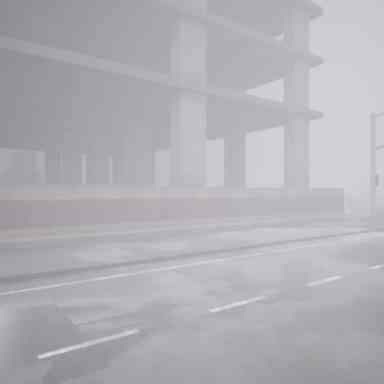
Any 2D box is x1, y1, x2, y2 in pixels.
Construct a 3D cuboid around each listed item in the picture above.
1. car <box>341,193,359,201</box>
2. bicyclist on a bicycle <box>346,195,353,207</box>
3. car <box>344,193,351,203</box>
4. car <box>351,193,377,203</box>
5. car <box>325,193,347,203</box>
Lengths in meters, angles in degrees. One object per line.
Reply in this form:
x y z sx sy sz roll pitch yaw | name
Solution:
38.176 1.173 80.376 4.605 1.855 1.932 0 0 -35 | car
21.980 1.259 46.369 1.656 1.620 0.582 0 0 -36 | bicyclist on a bicycle
30.685 1.379 64.981 3.905 1.438 1.784 0 0 -35 | car
32.357 1.411 62.618 3.806 1.475 1.970 0 0 -35 | car
29.093 1.169 67.142 4.605 1.855 1.932 0 0 -35 | car
